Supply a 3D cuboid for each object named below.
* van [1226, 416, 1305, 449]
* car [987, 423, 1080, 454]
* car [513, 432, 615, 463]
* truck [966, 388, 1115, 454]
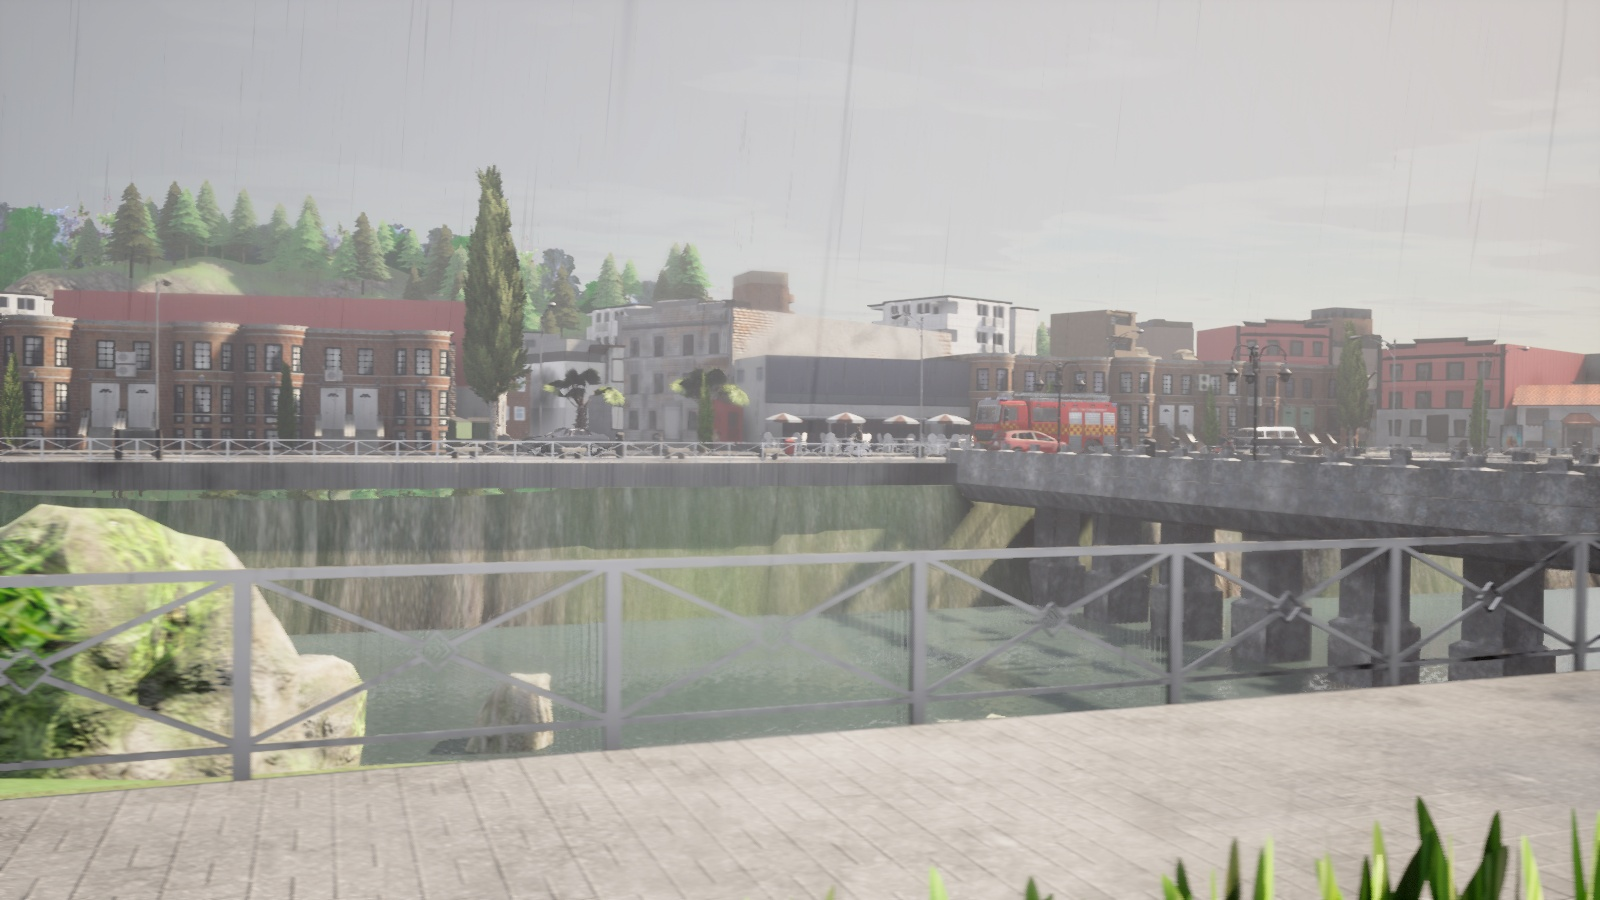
[{"bbox_3d":[30.092,-1.125,81.172,4.480,2.038,2.069,-1,1,-21],"label":"van"},{"bbox_3d":[13.073,-0.645,70.429,4.611,1.667,2.242,-1,1,-21],"label":"car"},{"bbox_3d":[-12.244,-0.172,65.088,4.902,1.511,2.128,-1,1,-21],"label":"car"},{"bbox_3d":[14.439,-1.747,75.213,8.468,3.827,2.891,-1,1,-21],"label":"truck"}]
